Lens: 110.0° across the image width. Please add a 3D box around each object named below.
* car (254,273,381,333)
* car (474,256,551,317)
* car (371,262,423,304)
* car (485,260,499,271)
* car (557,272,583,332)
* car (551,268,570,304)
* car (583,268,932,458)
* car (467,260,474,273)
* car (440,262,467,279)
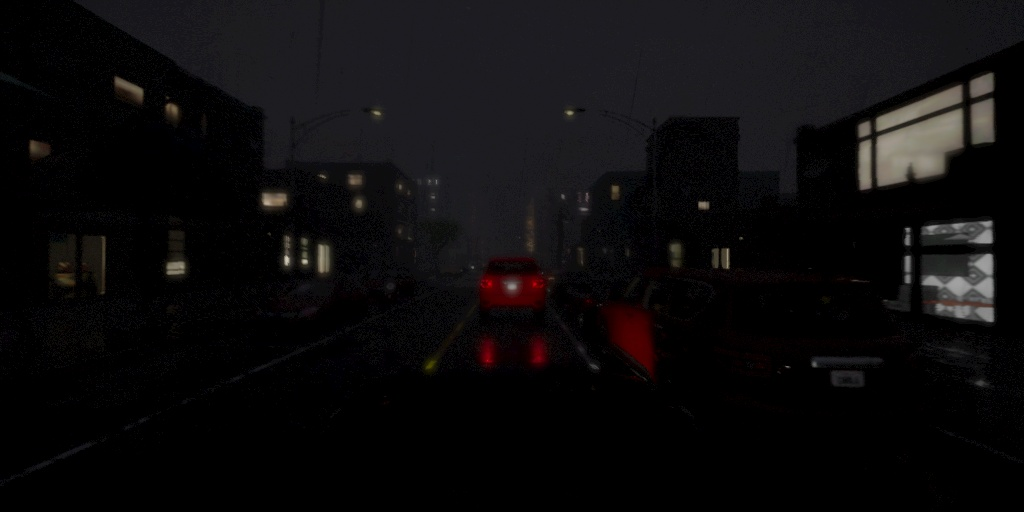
[{"bbox_3d":[-5.689,1.366,10.800,1.802,1.307,4.207,0,0,0],"label":"car"},{"bbox_3d":[0.033,1.017,13.511,2.150,2.045,5.566,0,0,1],"label":"car"},{"bbox_3d":[-5.689,1.244,16.333,1.967,1.591,4.097,0,0,0],"label":"car"},{"bbox_3d":[-3.073,1.459,55.053,1.837,1.490,4.892,0,0,0],"label":"car"},{"bbox_3d":[2.692,1.349,10.798,1.948,1.339,4.313,0,0,0],"label":"car"},{"bbox_3d":[2.691,1.370,16.332,1.948,1.339,4.313,0,0,0],"label":"car"},{"bbox_3d":[2.692,1.078,5.266,2.192,1.841,5.009,0,0,0],"label":"car"},{"bbox_3d":[-5.813,1.467,45.642,2.007,1.370,4.403,0,0,0],"label":"car"},{"bbox_3d":[-5.759,1.398,34.407,1.751,1.417,4.829,0,0,0],"label":"car"}]
